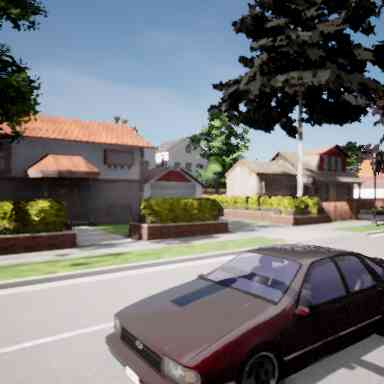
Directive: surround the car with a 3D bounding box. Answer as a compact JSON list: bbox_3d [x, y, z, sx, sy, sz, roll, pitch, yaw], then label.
[{"bbox_3d":[1.528,1.563,5.092,5.357,1.411,2.033,0,0,-36],"label":"car"}]
